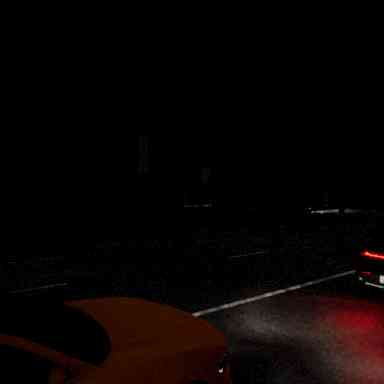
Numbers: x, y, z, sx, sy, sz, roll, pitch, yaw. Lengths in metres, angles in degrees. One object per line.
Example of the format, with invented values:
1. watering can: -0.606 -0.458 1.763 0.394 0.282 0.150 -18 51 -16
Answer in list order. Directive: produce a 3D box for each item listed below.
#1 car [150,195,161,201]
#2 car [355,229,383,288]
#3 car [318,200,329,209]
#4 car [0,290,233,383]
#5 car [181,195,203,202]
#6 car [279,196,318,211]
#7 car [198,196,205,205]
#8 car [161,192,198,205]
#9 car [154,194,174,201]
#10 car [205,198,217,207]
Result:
1. car: -8.819 1.325 72.253 1.895 1.301 4.718 -1 0 -38
2. car: 5.791 1.465 7.898 4.892 1.490 1.837 -1 0 -36
3. car: 13.435 1.247 38.830 1.837 1.490 4.892 -1 0 -39
4. car: -1.913 1.478 2.364 5.008 1.535 1.882 0 0 -36
5. car: 0.035 1.293 66.948 1.895 1.301 4.718 -1 0 -39
6. car: 10.622 1.322 36.744 2.033 1.411 5.357 -1 0 -39
7. car: 1.342 1.353 53.850 1.895 1.301 4.718 -1 0 -39
8. car: -2.083 1.006 52.521 2.150 2.045 5.566 -1 0 -39
9. car: -6.317 1.223 74.724 2.128 1.511 4.902 -1 0 -38
10. car: 4.471 1.257 44.377 1.882 1.535 5.008 -1 0 -39
